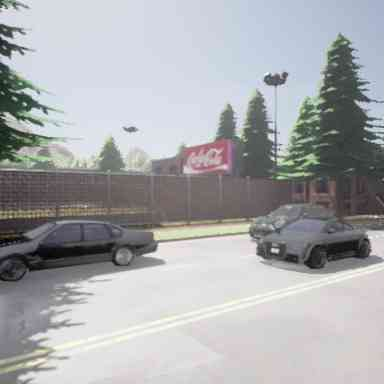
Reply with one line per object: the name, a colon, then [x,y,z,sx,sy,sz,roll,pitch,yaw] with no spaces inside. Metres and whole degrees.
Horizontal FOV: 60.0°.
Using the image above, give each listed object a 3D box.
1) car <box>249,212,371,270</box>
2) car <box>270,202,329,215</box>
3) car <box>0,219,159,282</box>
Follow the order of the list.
car: [4.136,1.586,11.159,4.181,1.385,1.994,0,0,-35]
car: [4.887,1.380,15.951,4.553,1.767,2.097,0,0,-34]
car: [-3.649,1.552,9.981,5.357,1.411,2.033,0,0,-36]
